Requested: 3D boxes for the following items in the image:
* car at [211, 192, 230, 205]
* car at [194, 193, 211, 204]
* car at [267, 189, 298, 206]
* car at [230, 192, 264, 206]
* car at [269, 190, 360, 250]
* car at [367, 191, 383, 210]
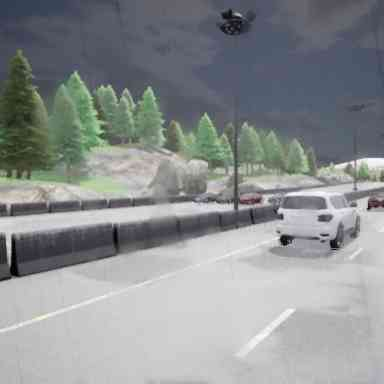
[{"bbox_3d":[4.881,0.837,43.098,1.837,1.490,4.892,0,1,36],"label":"car"},{"bbox_3d":[2.128,0.839,45.262,2.128,1.511,4.902,0,1,36],"label":"car"},{"bbox_3d":[10.758,0.637,39.274,2.097,1.767,4.553,0,1,36],"label":"car"},{"bbox_3d":[6.901,0.828,39.937,1.882,1.535,5.008,0,1,36],"label":"car"},{"bbox_3d":[5.321,1.009,13.708,2.150,2.045,5.566,0,1,36],"label":"car"},{"bbox_3d":[17.510,0.666,30.410,2.097,1.767,4.553,0,1,36],"label":"car"}]
